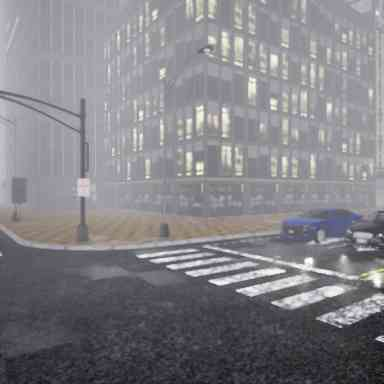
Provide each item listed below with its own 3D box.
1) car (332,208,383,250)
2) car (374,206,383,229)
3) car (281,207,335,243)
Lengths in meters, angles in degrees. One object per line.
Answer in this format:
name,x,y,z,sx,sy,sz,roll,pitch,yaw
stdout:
car,8.143,1.509,13.482,4.902,1.511,2.128,0,0,-36
car,13.895,1.598,21.575,4.181,1.385,1.994,0,0,-36
car,6.456,1.495,16.276,5.008,1.535,1.882,0,0,-35
